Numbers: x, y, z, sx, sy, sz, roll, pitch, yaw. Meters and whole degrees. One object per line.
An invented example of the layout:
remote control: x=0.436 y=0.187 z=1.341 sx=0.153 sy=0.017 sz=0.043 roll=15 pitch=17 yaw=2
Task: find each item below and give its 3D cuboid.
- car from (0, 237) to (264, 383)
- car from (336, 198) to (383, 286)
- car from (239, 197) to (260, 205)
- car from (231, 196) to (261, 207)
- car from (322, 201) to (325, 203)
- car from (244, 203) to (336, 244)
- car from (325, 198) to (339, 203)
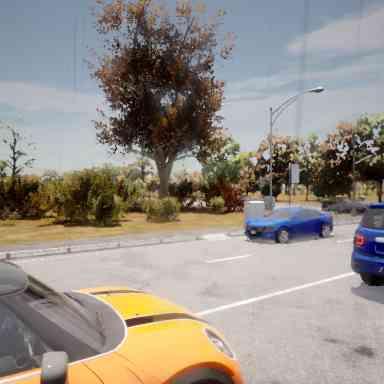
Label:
car: x=-1.735 y=1.352 z=2.508 sx=4.553 sy=1.767 sz=2.097 roll=0 pitch=0 yaw=-35
car: x=6.170 y=1.221 z=8.152 sx=5.566 sy=2.045 sz=2.150 roll=0 pitch=0 yaw=-35
car: x=8.566 y=1.594 z=45.681 sx=1.895 sy=1.301 sz=4.718 roll=0 pitch=0 yaw=-33
car: x=8.445 y=1.458 z=52.350 sx=1.882 sy=1.535 sz=5.008 roll=0 pitch=0 yaw=-33
car: x=17.423 y=1.477 z=38.233 sx=1.882 sy=1.535 sz=5.008 roll=0 pitch=0 yaw=-32
car: x=4.704 y=1.477 z=15.891 sx=5.008 sy=1.535 sz=1.882 roll=0 pitch=0 yaw=-35
car: x=16.527 y=1.547 z=33.097 sx=2.033 sy=1.411 sz=5.357 roll=0 pitch=0 yaw=-32
